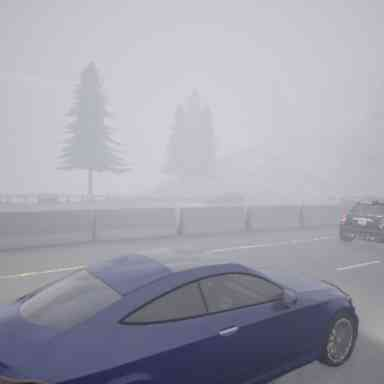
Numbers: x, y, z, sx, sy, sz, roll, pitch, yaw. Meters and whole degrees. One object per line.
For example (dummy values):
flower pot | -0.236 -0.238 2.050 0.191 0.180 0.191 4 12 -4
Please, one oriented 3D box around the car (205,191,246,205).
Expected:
car | 3.550 0.621 35.065 4.674 1.442 1.812 0 2 -29

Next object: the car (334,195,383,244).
car | 8.017 1.150 13.247 4.553 1.767 2.097 0 2 -32

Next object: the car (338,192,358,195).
car | 18.226 0.982 34.570 5.357 1.411 2.033 1 2 -24

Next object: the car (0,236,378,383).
car | 0.052 1.406 3.895 4.674 1.442 1.812 0 2 -35

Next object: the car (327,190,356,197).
car | 17.622 0.501 38.132 4.674 1.442 1.812 1 2 -24
